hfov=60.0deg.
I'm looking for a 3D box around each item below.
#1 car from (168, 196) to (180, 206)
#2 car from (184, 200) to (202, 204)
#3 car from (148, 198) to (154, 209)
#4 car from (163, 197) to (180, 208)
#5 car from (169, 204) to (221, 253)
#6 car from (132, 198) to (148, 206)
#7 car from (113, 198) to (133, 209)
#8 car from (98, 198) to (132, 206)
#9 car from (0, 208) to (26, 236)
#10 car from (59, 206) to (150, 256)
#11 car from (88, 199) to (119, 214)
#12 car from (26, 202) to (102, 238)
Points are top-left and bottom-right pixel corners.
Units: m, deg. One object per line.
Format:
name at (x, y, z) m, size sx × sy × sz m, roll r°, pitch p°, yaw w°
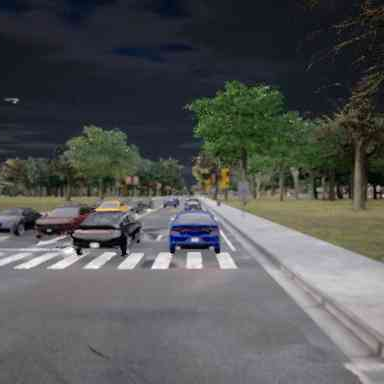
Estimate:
car at (-3.226, 1.576, 59.537) m, size 1.882 × 1.535 × 5.008 m, roll 0°, pitch 0°, yaw 0°
car at (0.114, 1.573, 35.063) m, size 1.812 × 1.442 × 4.674 m, roll 0°, pitch 0°, yaw 0°
car at (-6.481, 1.577, 47.044) m, size 1.837 × 1.490 × 4.892 m, roll 0°, pitch 0°, yaw 0°
car at (-3.222, 1.603, 49.644) m, size 1.812 × 1.442 × 4.674 m, roll 0°, pitch 0°, yaw 0°
car at (0.105, 1.493, 13.892) m, size 1.882 × 1.535 × 5.008 m, roll 0°, pitch 0°, yaw 0°
car at (-6.544, 1.543, 36.996) m, size 2.128 × 1.511 × 4.902 m, roll 0°, pitch 0°, yaw 1°
car at (-9.731, 1.578, 47.462) m, size 1.837 × 1.490 × 4.892 m, roll 0°, pitch 0°, yaw 0°
car at (-6.583, 1.512, 27.425) m, size 1.882 × 1.535 × 5.008 m, roll 0°, pitch 0°, yaw 0°
car at (-9.838, 1.586, 18.554) m, size 1.994 × 1.385 × 4.181 m, roll 0°, pitch 0°, yaw 1°
car at (-3.144, 1.506, 13.163) m, size 2.128 × 1.511 × 4.902 m, roll 0°, pitch 0°, yaw 0°
car at (-9.790, 1.600, 37.292) m, size 2.033 × 1.411 × 5.357 m, roll 0°, pitch 0°, yaw 0°
car at (-6.589, 1.499, 17.845) m, size 1.882 × 1.535 × 5.008 m, roll 0°, pitch 0°, yaw 0°
